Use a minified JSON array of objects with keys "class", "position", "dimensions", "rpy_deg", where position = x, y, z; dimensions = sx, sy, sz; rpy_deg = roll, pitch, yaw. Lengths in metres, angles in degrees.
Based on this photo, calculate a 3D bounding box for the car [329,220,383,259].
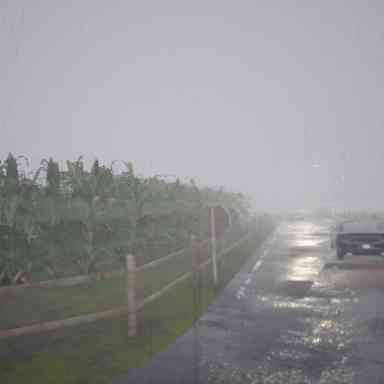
[{"class":"car","position":[7.268,1.958,14.717],"dimensions":[1.882,1.535,5.008],"rpy_deg":[-3,-3,19]}]

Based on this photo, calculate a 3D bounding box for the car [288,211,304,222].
[{"class":"car","position":[14.427,3.329,46.415],"dimensions":[1.812,1.442,4.674],"rpy_deg":[-3,-3,17]}]
